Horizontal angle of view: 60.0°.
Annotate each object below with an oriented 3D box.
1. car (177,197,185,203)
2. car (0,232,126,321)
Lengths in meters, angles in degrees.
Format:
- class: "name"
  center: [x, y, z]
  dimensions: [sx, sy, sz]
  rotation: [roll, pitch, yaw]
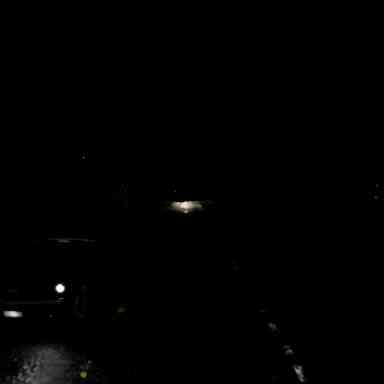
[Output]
- class: "car"
  center: [-2.785, 1.920, 84.533]
  dimensions: [1.882, 1.535, 5.008]
  rotation: [0, 0, 0]
- class: "car"
  center: [-2.850, 1.650, 7.503]
  dimensions: [1.895, 1.301, 4.718]
  rotation: [0, 0, 0]
